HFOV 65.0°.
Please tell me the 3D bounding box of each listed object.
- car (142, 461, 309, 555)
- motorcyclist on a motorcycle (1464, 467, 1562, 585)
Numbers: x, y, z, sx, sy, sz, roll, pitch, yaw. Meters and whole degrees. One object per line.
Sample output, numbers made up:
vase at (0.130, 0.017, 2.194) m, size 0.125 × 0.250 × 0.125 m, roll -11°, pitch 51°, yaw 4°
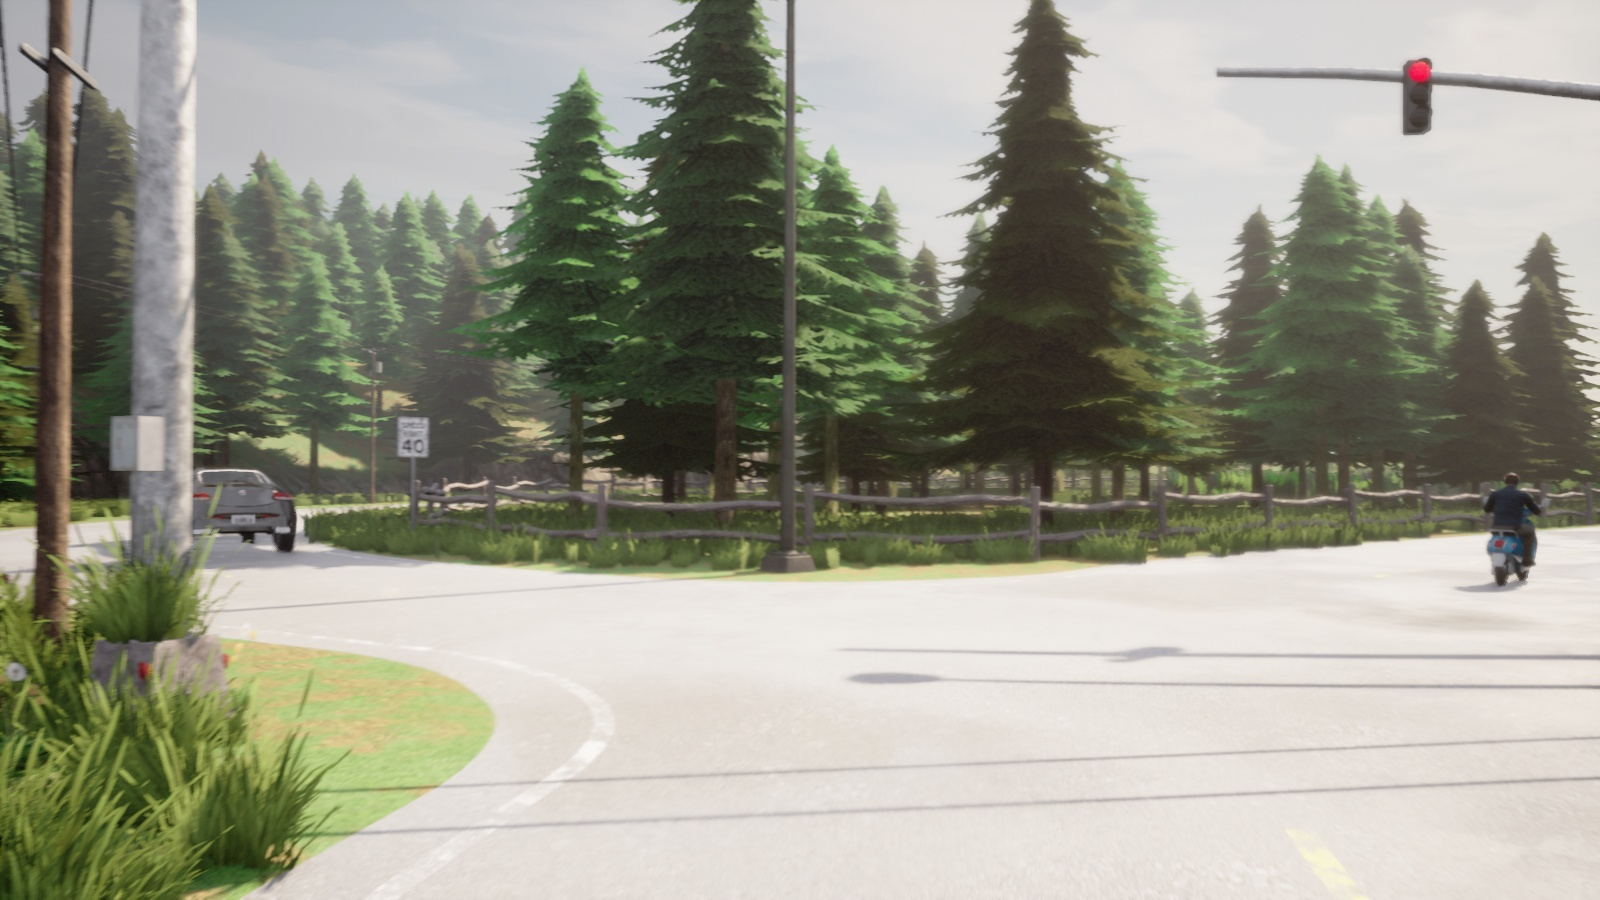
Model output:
car at (-11.402, 1.060, 24.715) m, size 2.152 × 1.651 × 5.027 m, roll 0°, pitch -1°, yaw -34°
motorcyclist on a motorcycle at (10.212, 1.040, 17.970) m, size 0.866 × 1.590 × 1.817 m, roll 0°, pitch -1°, yaw 41°
